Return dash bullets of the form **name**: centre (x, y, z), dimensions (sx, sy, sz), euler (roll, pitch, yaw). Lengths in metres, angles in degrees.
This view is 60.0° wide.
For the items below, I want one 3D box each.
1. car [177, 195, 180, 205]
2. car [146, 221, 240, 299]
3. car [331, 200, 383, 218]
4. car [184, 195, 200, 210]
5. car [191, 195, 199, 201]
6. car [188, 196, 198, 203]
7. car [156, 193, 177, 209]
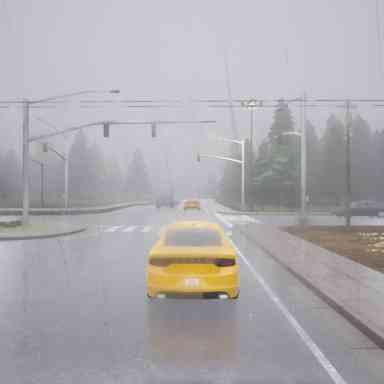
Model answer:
- **car**: centre (-3.541, 1.352, 55.931), dimensions (2.097, 1.767, 4.553), euler (0, 0, 0)
- **car**: centre (0.049, 1.474, 8.493), dimensions (1.882, 1.535, 5.008), euler (0, 0, 1)
- **car**: centre (14.908, 1.531, 29.471), dimensions (4.892, 1.490, 1.837), euler (0, 0, 1)
- **car**: centre (0.017, 1.478, 42.156), dimensions (1.882, 1.535, 5.008), euler (0, 0, 0)
- **car**: centre (0.695, 1.442, 83.109), dimensions (1.837, 1.490, 4.892), euler (0, 0, 2)
- **car**: centre (0.297, 1.537, 72.716), dimensions (2.033, 1.411, 5.357), euler (0, 0, 2)
- **car**: centre (-3.596, 1.221, 45.637), dimensions (2.150, 2.045, 5.566), euler (0, 0, -1)
